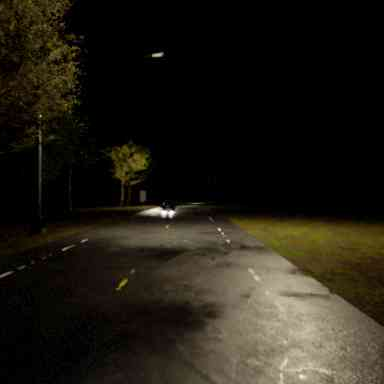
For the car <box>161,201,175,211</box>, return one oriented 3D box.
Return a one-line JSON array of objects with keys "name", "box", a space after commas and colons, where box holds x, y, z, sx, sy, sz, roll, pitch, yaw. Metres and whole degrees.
[{"name": "car", "box": [-3.563, 2.052, 50.642, 2.128, 1.511, 4.902, 0, -1, 0]}]
